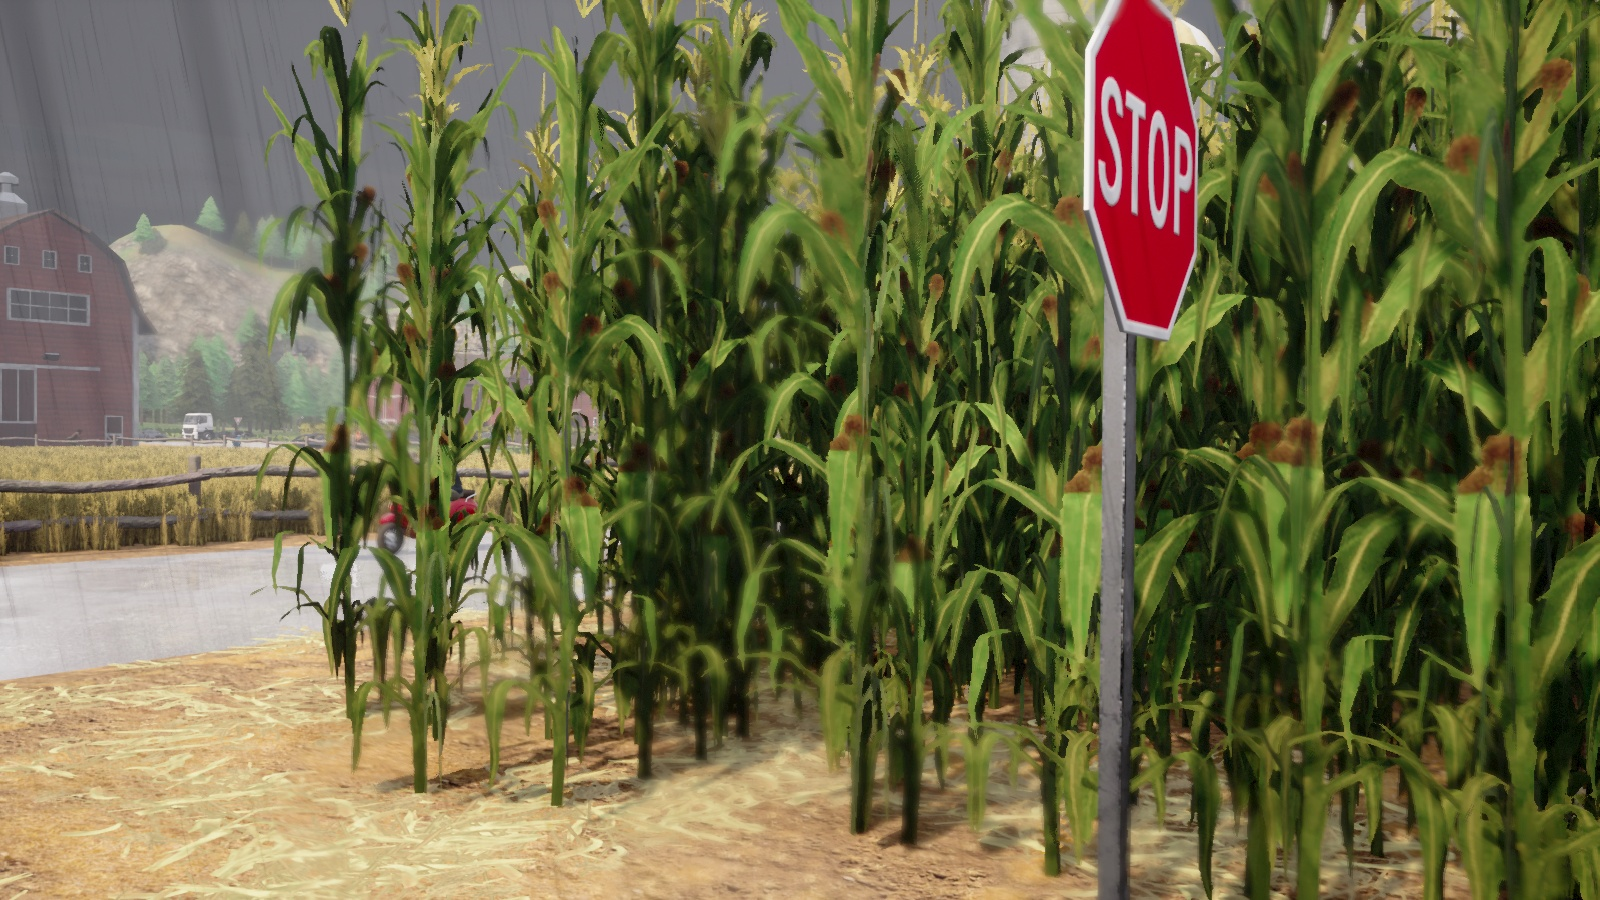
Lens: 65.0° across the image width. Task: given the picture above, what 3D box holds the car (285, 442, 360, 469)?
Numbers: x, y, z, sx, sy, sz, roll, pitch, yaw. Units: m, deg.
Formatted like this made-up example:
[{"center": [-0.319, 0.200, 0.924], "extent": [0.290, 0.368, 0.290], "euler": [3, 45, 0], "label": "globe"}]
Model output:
[{"center": [-27.711, 0.309, 72.840], "extent": [4.193, 1.474, 1.816], "euler": [0, 1, 31], "label": "car"}]

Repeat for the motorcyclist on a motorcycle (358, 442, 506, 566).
[{"center": [-5.014, 0.695, 17.219], "extent": [0.866, 1.590, 1.817], "euler": [0, 1, 33], "label": "motorcyclist on a motorcycle"}]
